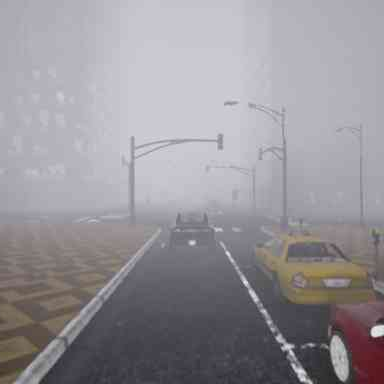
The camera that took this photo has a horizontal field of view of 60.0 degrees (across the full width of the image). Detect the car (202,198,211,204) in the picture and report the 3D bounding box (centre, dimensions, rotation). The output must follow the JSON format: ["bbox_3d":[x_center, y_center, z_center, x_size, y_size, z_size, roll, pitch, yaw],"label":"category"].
[{"bbox_3d":[3.720,2.248,86.779,1.967,1.590,4.097,0,0,0],"label":"car"}]

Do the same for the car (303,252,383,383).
[{"bbox_3d":[2.566,1.569,2.490,1.887,1.381,4.507,0,-1,0],"label":"car"}]

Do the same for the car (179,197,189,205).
[{"bbox_3d":[-1.548,2.206,77.214,1.882,1.535,5.008,0,0,0],"label":"car"}]

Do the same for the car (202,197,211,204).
[{"bbox_3d":[3.748,2.077,81.252,2.192,1.841,5.009,0,0,0],"label":"car"}]

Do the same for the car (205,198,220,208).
[{"bbox_3d":[3.906,2.135,59.142,1.947,1.339,4.313,0,-1,0],"label":"car"}]

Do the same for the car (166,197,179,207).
[{"bbox_3d":[-4.051,2.200,64.628,1.802,1.307,4.206,0,-1,0],"label":"car"}]

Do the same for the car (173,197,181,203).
[{"bbox_3d":[-4.187,2.293,92.267,1.967,1.590,4.097,0,0,0],"label":"car"}]

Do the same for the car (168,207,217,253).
[{"bbox_3d":[0.013,1.628,14.299,2.128,1.511,4.902,0,0,0],"label":"car"}]

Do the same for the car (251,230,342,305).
[{"bbox_3d":[2.569,1.604,8.212,1.752,1.417,4.829,0,-1,0],"label":"car"}]
